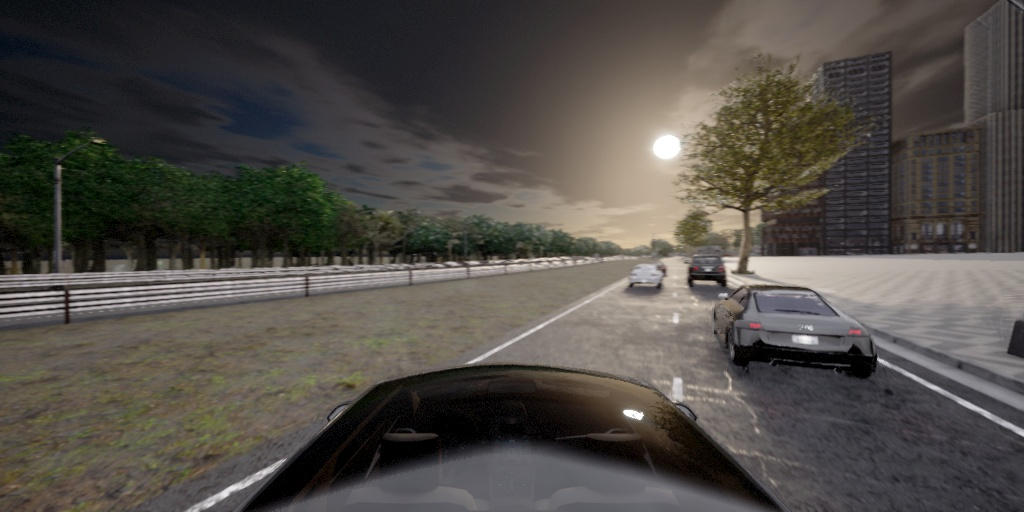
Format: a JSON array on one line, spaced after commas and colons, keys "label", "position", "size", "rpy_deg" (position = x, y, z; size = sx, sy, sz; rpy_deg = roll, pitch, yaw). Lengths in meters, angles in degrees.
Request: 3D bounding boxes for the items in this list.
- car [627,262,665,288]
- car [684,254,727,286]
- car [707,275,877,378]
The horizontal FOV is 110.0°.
[{"label": "car", "position": [8.767, 1.241, 23.388], "size": [1.812, 1.442, 4.674], "rpy_deg": [0, 0, 24]}, {"label": "car", "position": [12.927, 0.918, 24.075], "size": [2.150, 2.045, 5.566], "rpy_deg": [0, 0, 24]}, {"label": "car", "position": [5.471, 1.294, 7.517], "size": [1.994, 1.385, 4.181], "rpy_deg": [0, 0, 24]}]
